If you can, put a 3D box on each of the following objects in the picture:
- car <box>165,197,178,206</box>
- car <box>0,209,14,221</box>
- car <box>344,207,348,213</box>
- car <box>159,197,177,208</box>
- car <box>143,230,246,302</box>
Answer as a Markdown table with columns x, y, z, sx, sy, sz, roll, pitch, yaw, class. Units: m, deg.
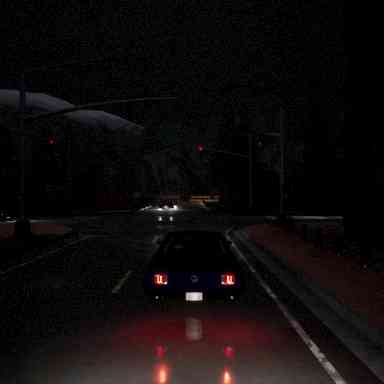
| x | y | z | sx | sy | sz | roll | pitch | yaw | class |
| --- | --- | --- | --- | --- | --- | --- | --- | --- | --- |
| -3.541 | 1.601 | 57.314 | 1.895 | 1.301 | 4.718 | 0 | 0 | 0 | car |
| -16.506 | 1.533 | 25.162 | 5.357 | 1.411 | 2.033 | 0 | 0 | -1 | car |
| 16.232 | 1.616 | 29.688 | 4.718 | 1.301 | 1.895 | 0 | 0 | -1 | car |
| -3.561 | 1.526 | 47.302 | 1.812 | 1.442 | 4.674 | 0 | 0 | 0 | car |
| 0.063 | 1.601 | 8.230 | 1.895 | 1.301 | 4.718 | 0 | 0 | 0 | car |
